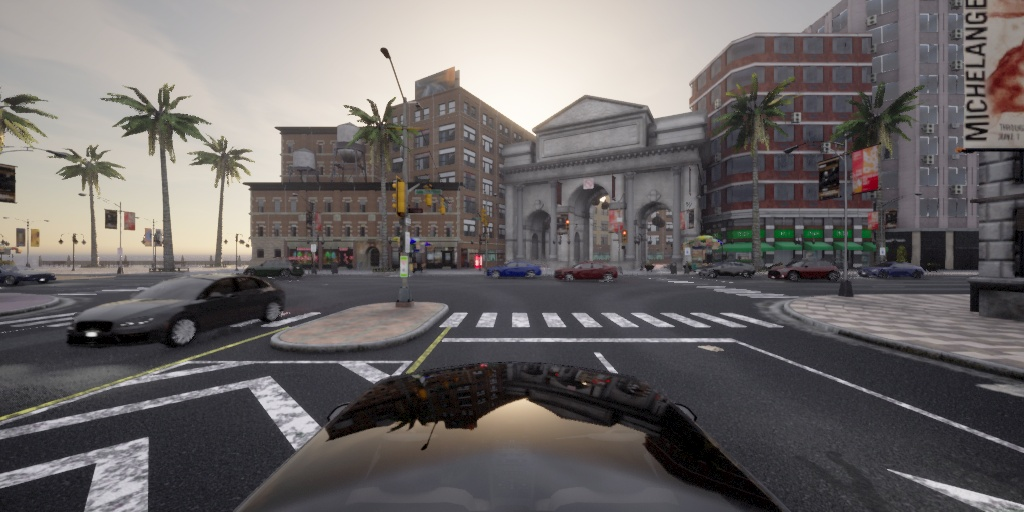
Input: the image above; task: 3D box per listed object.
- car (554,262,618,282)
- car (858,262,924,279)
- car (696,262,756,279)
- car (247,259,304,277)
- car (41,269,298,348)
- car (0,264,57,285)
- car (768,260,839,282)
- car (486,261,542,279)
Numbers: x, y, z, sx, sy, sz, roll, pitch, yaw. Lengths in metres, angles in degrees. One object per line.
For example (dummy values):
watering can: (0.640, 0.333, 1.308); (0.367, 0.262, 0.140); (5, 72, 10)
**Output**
car: (5.797, 1.227, 28.266); (5.008, 1.535, 1.882); (0, 0, -7)
car: (33.742, 1.275, 31.934); (4.674, 1.442, 1.812); (0, 0, 2)
car: (19.085, 1.241, 32.110); (4.902, 1.511, 2.128); (0, 0, 1)
car: (-21.503, 1.102, 32.424); (4.553, 1.767, 2.097); (0, 0, 0)
car: (-8.043, 1.255, 9.312); (1.837, 1.490, 4.892); (0, 0, 1)
car: (-35.828, 1.297, 25.337); (5.357, 1.411, 2.033); (0, 0, 0)
car: (23.093, 1.102, 28.570); (4.553, 1.767, 2.097); (0, 0, 1)
car: (0.202, 1.227, 32.261); (5.008, 1.535, 1.882); (0, 0, 0)
